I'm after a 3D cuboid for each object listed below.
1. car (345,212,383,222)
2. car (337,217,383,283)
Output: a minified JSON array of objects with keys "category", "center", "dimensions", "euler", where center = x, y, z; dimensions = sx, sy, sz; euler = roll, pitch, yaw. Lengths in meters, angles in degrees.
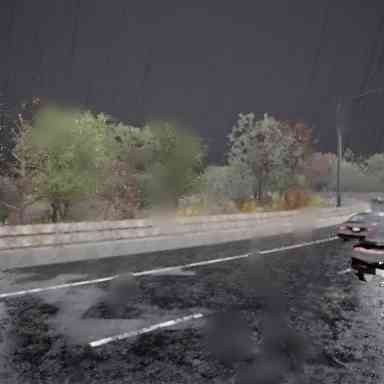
[{"category":"car","center":[8.951,1.695,16.307],"dimensions":[5.357,1.411,2.033],"euler":[1,0,-45]},{"category":"car","center":[6.035,1.572,8.894],"dimensions":[4.902,1.511,2.128],"euler":[0,-1,-41]}]
